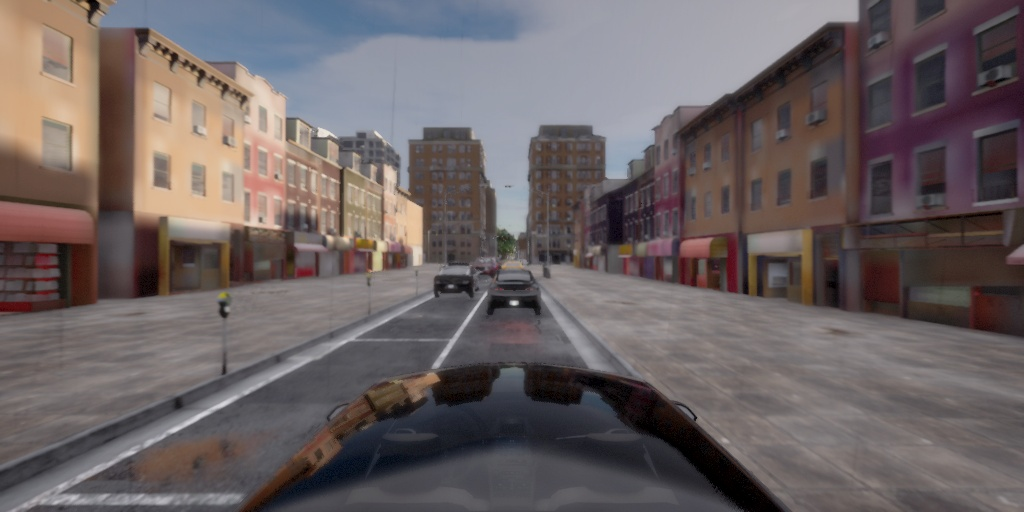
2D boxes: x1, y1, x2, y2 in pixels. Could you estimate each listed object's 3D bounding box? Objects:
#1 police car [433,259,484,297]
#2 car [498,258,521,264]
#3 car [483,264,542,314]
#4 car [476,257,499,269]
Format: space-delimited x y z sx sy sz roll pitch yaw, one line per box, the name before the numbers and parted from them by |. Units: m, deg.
police car | -2.758 1.163 18.809 1.930 1.638 5.238 0 0 0
car | 0.076 1.217 30.555 1.882 1.535 5.008 0 0 0
car | 0.081 1.244 13.838 1.837 1.490 4.892 0 0 0
car | -2.652 1.056 33.610 2.192 1.841 5.009 0 0 0
